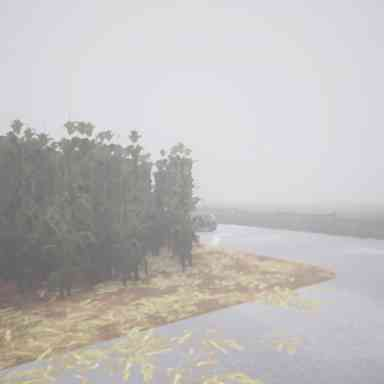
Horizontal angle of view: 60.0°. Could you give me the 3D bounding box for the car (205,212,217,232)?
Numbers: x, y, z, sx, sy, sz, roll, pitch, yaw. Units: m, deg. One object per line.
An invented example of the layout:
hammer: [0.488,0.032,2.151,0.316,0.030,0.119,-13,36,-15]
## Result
car: [-0.564,1.389,19.337,2.097,1.767,4.553,0,-1,-35]
